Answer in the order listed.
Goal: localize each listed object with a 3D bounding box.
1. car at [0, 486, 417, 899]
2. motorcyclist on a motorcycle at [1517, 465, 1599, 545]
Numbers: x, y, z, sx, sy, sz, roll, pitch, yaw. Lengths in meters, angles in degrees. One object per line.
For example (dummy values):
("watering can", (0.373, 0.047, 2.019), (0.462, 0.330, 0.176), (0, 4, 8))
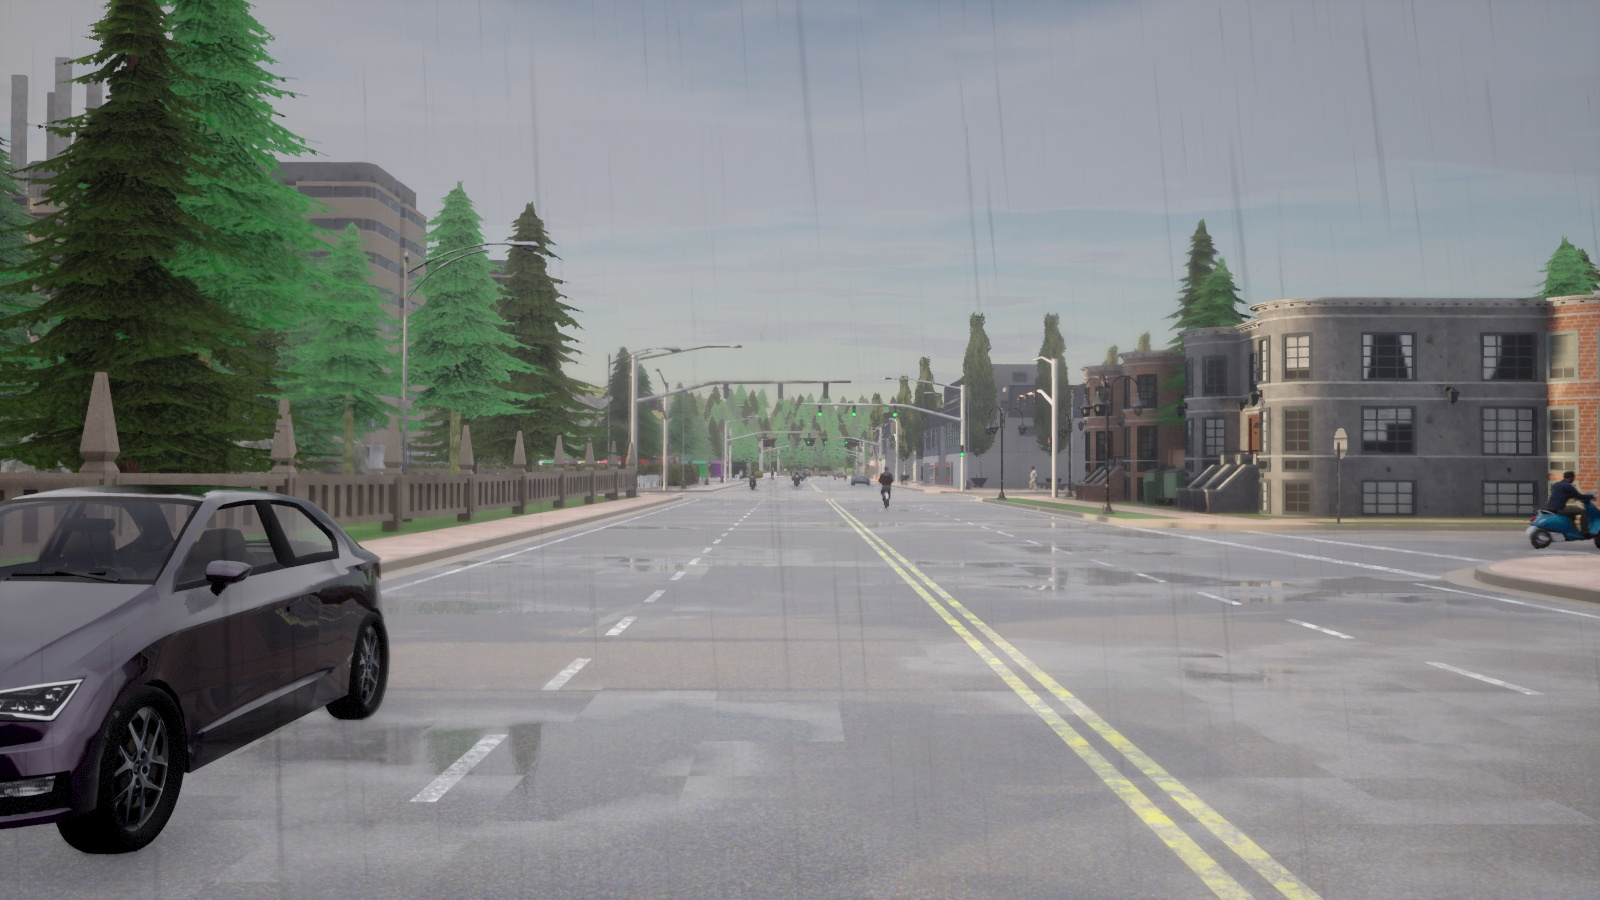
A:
("car", (-3.515, 0.951, 6.460), (1.816, 1.474, 4.193), (0, -1, 0))
("motorcyclist on a motorcycle", (15.639, 1.091, 25.358), (1.817, 1.590, 0.866), (0, -1, -2))
